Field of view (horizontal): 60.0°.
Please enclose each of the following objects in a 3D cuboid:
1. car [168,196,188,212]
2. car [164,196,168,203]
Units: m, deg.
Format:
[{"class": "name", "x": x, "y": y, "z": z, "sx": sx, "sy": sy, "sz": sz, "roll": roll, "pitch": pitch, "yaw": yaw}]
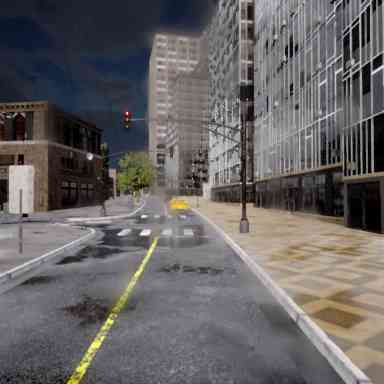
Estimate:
[{"class": "car", "x": -1.563, "y": 1.475, "z": 38.750, "sx": 1.882, "sy": 1.535, "sz": 5.008, "roll": 0, "pitch": 0, "yaw": -5}, {"class": "car", "x": -4.718, "y": 1.514, "z": 67.438, "sx": 1.812, "sy": 1.442, "sz": 4.674, "roll": 0, "pitch": 0, "yaw": -8}]
